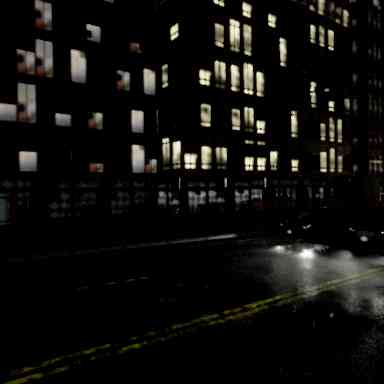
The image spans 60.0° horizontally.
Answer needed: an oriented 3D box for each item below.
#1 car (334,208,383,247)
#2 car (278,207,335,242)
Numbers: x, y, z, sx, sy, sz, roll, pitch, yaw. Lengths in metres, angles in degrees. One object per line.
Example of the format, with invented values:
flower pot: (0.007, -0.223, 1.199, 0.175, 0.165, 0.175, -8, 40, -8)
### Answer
car: (8.282, 1.437, 13.578, 4.902, 1.511, 2.128, 0, 0, -35)
car: (6.208, 1.472, 16.092, 4.674, 1.442, 1.812, 0, 0, -35)
